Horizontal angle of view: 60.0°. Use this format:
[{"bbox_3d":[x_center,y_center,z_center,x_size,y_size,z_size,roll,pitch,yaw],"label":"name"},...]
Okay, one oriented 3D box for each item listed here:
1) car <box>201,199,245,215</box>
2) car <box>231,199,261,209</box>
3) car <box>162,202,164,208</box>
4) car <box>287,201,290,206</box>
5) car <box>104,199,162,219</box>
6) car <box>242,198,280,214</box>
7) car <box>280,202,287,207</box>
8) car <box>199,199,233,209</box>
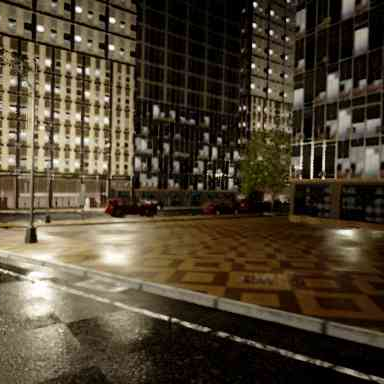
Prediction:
[{"bbox_3d":[3.447,1.904,38.459,4.507,1.381,1.887,1,1,-34],"label":"car"},{"bbox_3d":[8.357,1.799,51.364,4.313,1.339,1.947,1,1,-34],"label":"car"},{"bbox_3d":[-5.678,1.626,41.760,4.403,1.369,2.008,1,1,-34],"label":"car"},{"bbox_3d":[17.714,1.905,57.766,4.313,1.339,1.947,1,1,-34],"label":"car"},{"bbox_3d":[-5.904,1.569,32.052,5.009,1.841,2.192,1,1,-34],"label":"car"},{"bbox_3d":[8.131,1.727,41.655,5.009,1.841,2.192,1,1,-34],"label":"car"},{"bbox_3d":[13.035,1.868,54.565,4.206,1.307,1.802,1,1,-34],"label":"car"},{"bbox_3d":[3.539,1.705,48.066,4.829,1.417,1.752,1,1,-34],"label":"car"}]
